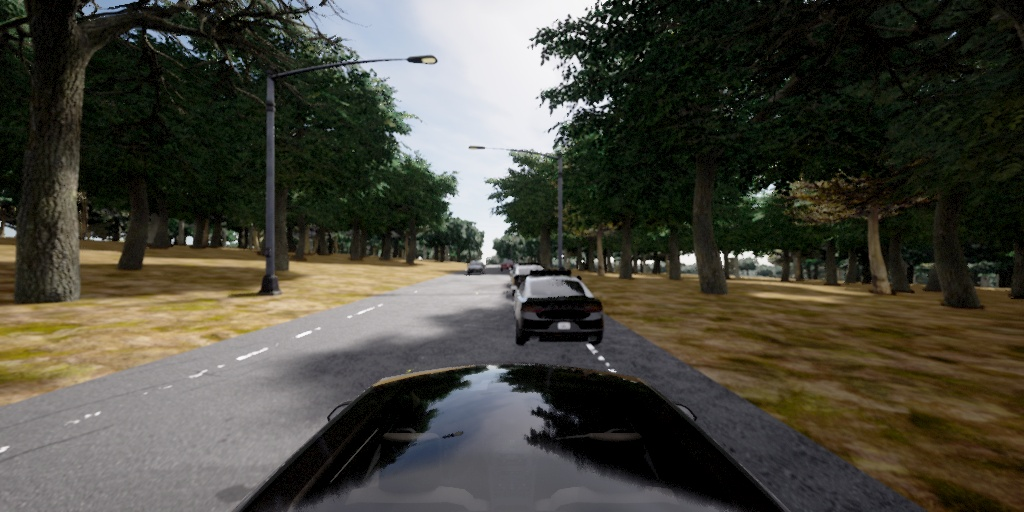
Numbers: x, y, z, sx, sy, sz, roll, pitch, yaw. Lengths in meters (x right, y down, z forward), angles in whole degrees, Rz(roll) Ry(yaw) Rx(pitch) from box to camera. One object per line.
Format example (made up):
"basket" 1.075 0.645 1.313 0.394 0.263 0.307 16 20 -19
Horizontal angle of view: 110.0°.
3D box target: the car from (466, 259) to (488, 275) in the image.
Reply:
"car" -4.006 1.351 40.559 1.837 1.490 4.892 0 0 -1

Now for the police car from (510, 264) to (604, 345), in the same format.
"police car" 1.010 1.169 9.641 1.930 1.638 5.238 0 0 0

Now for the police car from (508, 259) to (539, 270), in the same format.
"police car" 0.912 1.170 19.654 1.930 1.638 5.238 -1 0 -1

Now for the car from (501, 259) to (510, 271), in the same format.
"car" -0.570 1.266 51.880 2.097 1.767 4.553 0 0 -1
